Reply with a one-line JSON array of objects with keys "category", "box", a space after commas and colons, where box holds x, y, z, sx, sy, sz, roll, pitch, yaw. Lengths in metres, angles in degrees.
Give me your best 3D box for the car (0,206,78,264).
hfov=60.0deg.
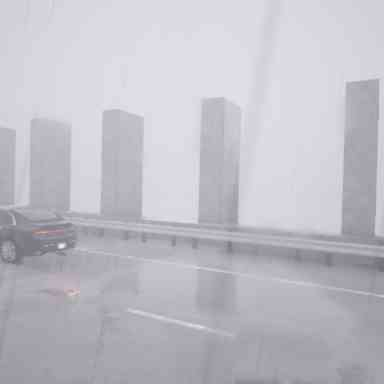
[{"category": "car", "box": [-5.807, 1.193, 10.514, 4.892, 1.490, 1.837, 2, 1, 28]}]
